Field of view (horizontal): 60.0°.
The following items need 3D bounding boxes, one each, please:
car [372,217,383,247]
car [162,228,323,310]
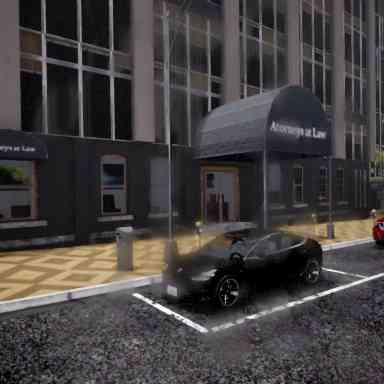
[{"bbox_3d":[9.620,1.310,14.038,5.009,1.841,2.192,0,-1,-37],"label":"car"},{"bbox_3d":[1.348,1.564,7.830,4.313,1.339,1.947,0,-1,-37],"label":"car"}]
